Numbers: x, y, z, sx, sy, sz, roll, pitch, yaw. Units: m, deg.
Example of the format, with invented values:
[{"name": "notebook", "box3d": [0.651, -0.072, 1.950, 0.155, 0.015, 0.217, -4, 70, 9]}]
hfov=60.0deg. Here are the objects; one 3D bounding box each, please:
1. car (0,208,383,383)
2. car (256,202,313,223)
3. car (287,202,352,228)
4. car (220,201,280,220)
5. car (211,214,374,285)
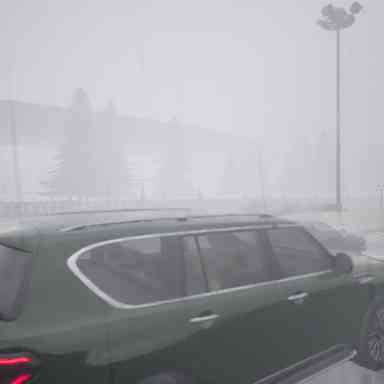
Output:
[{"name": "car", "box3d": [0.354, 1.225, 4.037, 5.566, 2.045, 2.150, 0, 0, -35]}, {"name": "car", "box3d": [7.379, 1.540, 26.426, 4.674, 1.442, 1.812, 0, 0, -35]}, {"name": "car", "box3d": [8.950, 1.518, 23.250, 4.892, 1.490, 1.837, 0, 0, -35]}, {"name": "car", "box3d": [5.156, 1.561, 29.174, 5.357, 1.411, 2.033, 0, 0, -36]}, {"name": "car", "box3d": [3.331, 1.553, 10.430, 5.357, 1.411, 2.033, 0, 0, -35]}]
